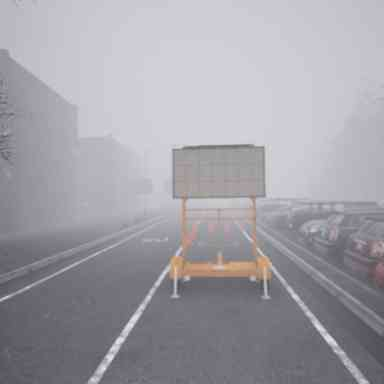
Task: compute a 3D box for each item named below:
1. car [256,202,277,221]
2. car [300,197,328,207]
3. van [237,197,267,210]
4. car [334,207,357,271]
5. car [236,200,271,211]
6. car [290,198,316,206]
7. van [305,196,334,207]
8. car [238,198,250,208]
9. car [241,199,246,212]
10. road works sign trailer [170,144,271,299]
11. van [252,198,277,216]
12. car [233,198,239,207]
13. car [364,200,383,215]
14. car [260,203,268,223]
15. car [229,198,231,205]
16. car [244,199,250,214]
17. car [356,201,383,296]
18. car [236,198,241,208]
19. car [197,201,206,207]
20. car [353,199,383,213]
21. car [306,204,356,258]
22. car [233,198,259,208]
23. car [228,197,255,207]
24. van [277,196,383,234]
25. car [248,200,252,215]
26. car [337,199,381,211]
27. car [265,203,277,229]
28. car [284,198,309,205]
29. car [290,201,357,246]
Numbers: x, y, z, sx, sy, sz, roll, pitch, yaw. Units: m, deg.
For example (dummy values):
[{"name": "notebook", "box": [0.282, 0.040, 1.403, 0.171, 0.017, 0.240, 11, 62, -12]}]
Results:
[{"name": "car", "box": [7.494, 1.702, 25.031, 4.792, 1.488, 2.163, -1, -1, 4]}, {"name": "car", "box": [23.222, 1.857, 63.315, 4.553, 1.767, 2.185, -1, -1, 4]}, {"name": "van", "box": [9.546, 1.805, 52.987, 4.442, 1.987, 1.878, -1, -1, 4]}, {"name": "car", "box": [6.343, 1.358, 8.253, 4.553, 1.767, 2.185, -1, -1, 4]}, {"name": "car", "box": [9.236, 1.992, 50.195, 5.008, 1.535, 2.097, -1, -1, 4]}, {"name": "car", "box": [23.843, 2.127, 71.644, 5.008, 1.535, 2.097, -1, -1, 4]}, {"name": "van", "box": [23.174, 1.711, 60.533, 4.442, 1.987, 1.878, -1, -1, 4]}, {"name": "car", "box": [8.640, 1.902, 41.808, 4.792, 1.488, 2.163, -1, -1, 4]}, {"name": "car", "box": [8.281, 1.800, 36.213, 5.008, 1.535, 2.097, -1, -1, 4]}, {"name": "road works sign trailer", "box": [0.710, 0.566, 8.759, 2.380, 3.560, 2.880, -1, -1, 5]}, {"name": "van", "box": [7.593, 1.480, 27.836, 4.442, 1.987, 1.878, -1, -1, 4]}, {"name": "car", "box": [9.075, 1.699, 47.400, 5.566, 2.045, 2.435, -1, -1, 4]}, {"name": "car", "box": [21.354, 1.629, 35.654, 4.674, 1.452, 2.002, -1, -1, 4]}, {"name": "car", "box": [7.303, 1.671, 22.234, 4.792, 1.488, 2.163, -1, -1, 4]}, {"name": "car", "box": [10.230, 1.946, 64.178, 5.566, 2.045, 2.435, -1, -1, 4]}, {"name": "car", "box": [8.280, 1.761, 33.406, 5.366, 1.575, 1.946, -1, -1, 4]}, {"name": "car", "box": [6.153, 1.200, 5.458, 5.566, 2.045, 2.435, -1, -1, 4]}, {"name": "car", "box": [8.855, 1.912, 44.598, 4.892, 1.521, 2.231, -1, -1, 4]}, {"name": "car", "box": [2.196, 2.682, 76.409, 1.895, 1.301, 4.718, -1, -1, 4]}, {"name": "car", "box": [21.532, 1.623, 38.309, 5.008, 1.535, 2.097, -1, -1, 4]}, {"name": "car", "box": [6.534, 1.389, 11.050, 4.553, 1.767, 2.185, -1, -1, 4]}, {"name": "car", "box": [9.978, 2.029, 61.386, 4.553, 1.767, 2.185, -1, -1, 4]}, {"name": "car", "box": [10.817, 2.092, 72.566, 5.566, 2.045, 2.435, -1, -1, 4]}, {"name": "van", "box": [6.829, 1.354, 16.650, 4.442, 1.987, 1.878, -1, -1, 4]}, {"name": "car", "box": [7.934, 1.765, 30.620, 4.792, 1.488, 2.163, -1, -1, 4]}, {"name": "car", "box": [21.947, 1.727, 43.862, 4.792, 1.488, 2.163, -1, -1, 4]}, {"name": "car", "box": [7.135, 1.609, 19.436, 5.008, 1.535, 2.097, -1, -1, 4]}, {"name": "car", "box": [24.224, 2.241, 77.198, 5.008, 1.535, 2.097, -1, -1, 4]}, {"name": "car", "box": [6.787, 1.420, 13.842, 4.553, 1.767, 2.185, -1, -1, 4]}]
